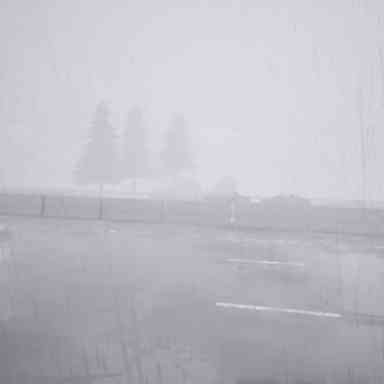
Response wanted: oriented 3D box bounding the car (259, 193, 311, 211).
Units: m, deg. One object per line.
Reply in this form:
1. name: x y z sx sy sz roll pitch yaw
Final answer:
1. car: 7.752 0.793 27.903 4.181 1.385 1.994 2 2 11

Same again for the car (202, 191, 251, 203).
1. car: 3.339 0.549 32.294 4.718 1.301 1.895 2 2 11
